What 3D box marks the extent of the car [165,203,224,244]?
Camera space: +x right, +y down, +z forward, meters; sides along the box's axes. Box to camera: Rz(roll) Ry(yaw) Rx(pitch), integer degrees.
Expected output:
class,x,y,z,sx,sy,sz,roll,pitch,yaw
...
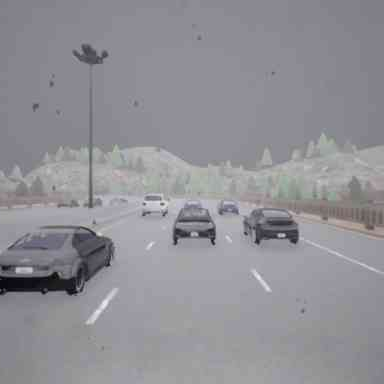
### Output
class,x,y,z,sx,sy,sz,roll,pitch,yaw
car,0.097,1.482,15.720,2.128,1.511,4.902,0,0,0

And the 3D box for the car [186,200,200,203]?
class,x,y,z,sx,sy,sz,roll,pitch,yaw
car,0.080,1.520,33.720,1.812,1.442,4.674,0,0,0

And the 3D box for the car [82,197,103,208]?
class,x,y,z,sx,sy,sz,roll,pitch,yaw
car,-14.082,1.521,47.462,1.837,1.490,4.892,0,-1,0

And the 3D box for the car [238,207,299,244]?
class,x,y,z,sx,sy,sz,roll,pitch,yaw
car,3.597,1.495,15.809,1.837,1.490,4.892,0,0,0

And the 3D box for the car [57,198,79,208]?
class,x,y,z,sx,sy,sz,roll,pitch,yaw
car,-17.581,1.578,47.260,1.994,1.385,4.181,0,0,0

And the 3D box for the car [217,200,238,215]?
class,x,y,z,sx,sy,sz,roll,pitch,yaw
car,3.580,1.520,33.857,1.812,1.442,4.674,0,0,0

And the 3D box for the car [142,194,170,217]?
class,x,y,z,sx,sy,sz,roll,pitch,yaw
car,-3.407,1.214,31.771,2.150,2.045,5.566,0,0,0

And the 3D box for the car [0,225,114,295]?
class,x,y,z,sx,sy,sz,roll,pitch,yaw
car,-3.402,1.557,8.752,1.994,1.385,4.181,0,0,0

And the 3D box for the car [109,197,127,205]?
class,x,y,z,sx,sy,sz,roll,pitch,yaw
car,-10.583,1.508,47.690,2.128,1.511,4.902,0,0,0
